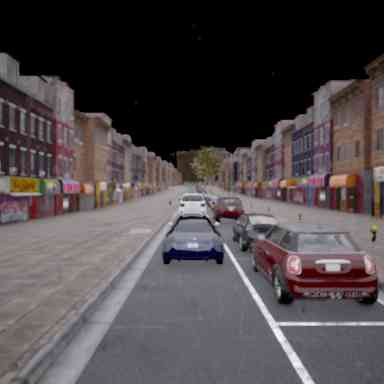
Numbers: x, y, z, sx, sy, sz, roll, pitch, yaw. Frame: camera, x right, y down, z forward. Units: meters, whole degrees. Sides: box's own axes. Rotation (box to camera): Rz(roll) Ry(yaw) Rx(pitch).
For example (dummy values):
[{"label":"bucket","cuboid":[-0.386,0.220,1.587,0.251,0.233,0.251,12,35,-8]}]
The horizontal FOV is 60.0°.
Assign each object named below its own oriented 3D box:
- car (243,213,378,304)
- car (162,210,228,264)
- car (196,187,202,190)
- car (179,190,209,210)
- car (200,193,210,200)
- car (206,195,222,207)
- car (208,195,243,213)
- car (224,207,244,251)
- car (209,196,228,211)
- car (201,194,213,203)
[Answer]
[{"label":"car","cuboid":[2.635,1.435,8.152,1.967,1.590,4.097,0,0,0]},{"label":"car","cuboid":[0.057,1.551,11.838,1.994,1.385,4.181,0,0,1]},{"label":"car","cuboid":[2.662,0.231,85.956,2.192,1.841,5.009,1,2,0]},{"label":"car","cuboid":[0.066,1.133,27.934,2.150,2.045,5.566,0,1,0]},{"label":"car","cuboid":[2.651,0.907,69.287,1.802,1.307,4.206,1,1,0]},{"label":"car","cuboid":[3.015,1.196,46.121,1.882,1.535,5.008,0,1,0]},{"label":"car","cuboid":[2.640,1.246,24.822,2.192,1.841,5.009,0,0,0]},{"label":"car","cuboid":[2.637,1.534,13.709,2.008,1.369,4.403,0,0,0]},{"label":"car","cuboid":[3.025,1.260,39.313,1.801,1.575,5.366,0,1,0]},{"label":"car","cuboid":[2.649,1.082,58.168,1.887,1.381,4.507,1,1,0]}]
